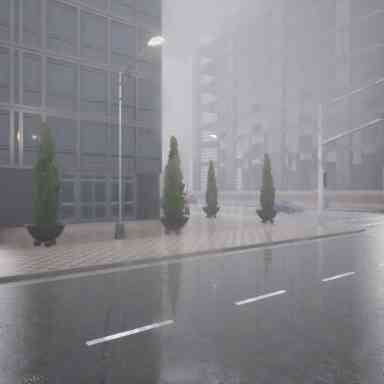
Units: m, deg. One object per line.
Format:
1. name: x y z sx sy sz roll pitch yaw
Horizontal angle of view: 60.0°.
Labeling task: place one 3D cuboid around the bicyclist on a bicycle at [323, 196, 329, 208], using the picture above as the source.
1. bicyclist on a bicycle: 17.854 1.356 44.381 1.656 1.620 0.582 0 0 -36

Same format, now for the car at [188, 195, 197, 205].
1. car: -1.005 1.407 61.995 2.097 1.767 4.553 0 0 -36

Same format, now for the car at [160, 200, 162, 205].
1. car: -3.331 1.407 53.098 2.097 1.767 4.553 0 0 -36

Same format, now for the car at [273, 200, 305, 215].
1. car: 9.712 1.582 35.249 1.812 1.442 4.674 0 1 -36
